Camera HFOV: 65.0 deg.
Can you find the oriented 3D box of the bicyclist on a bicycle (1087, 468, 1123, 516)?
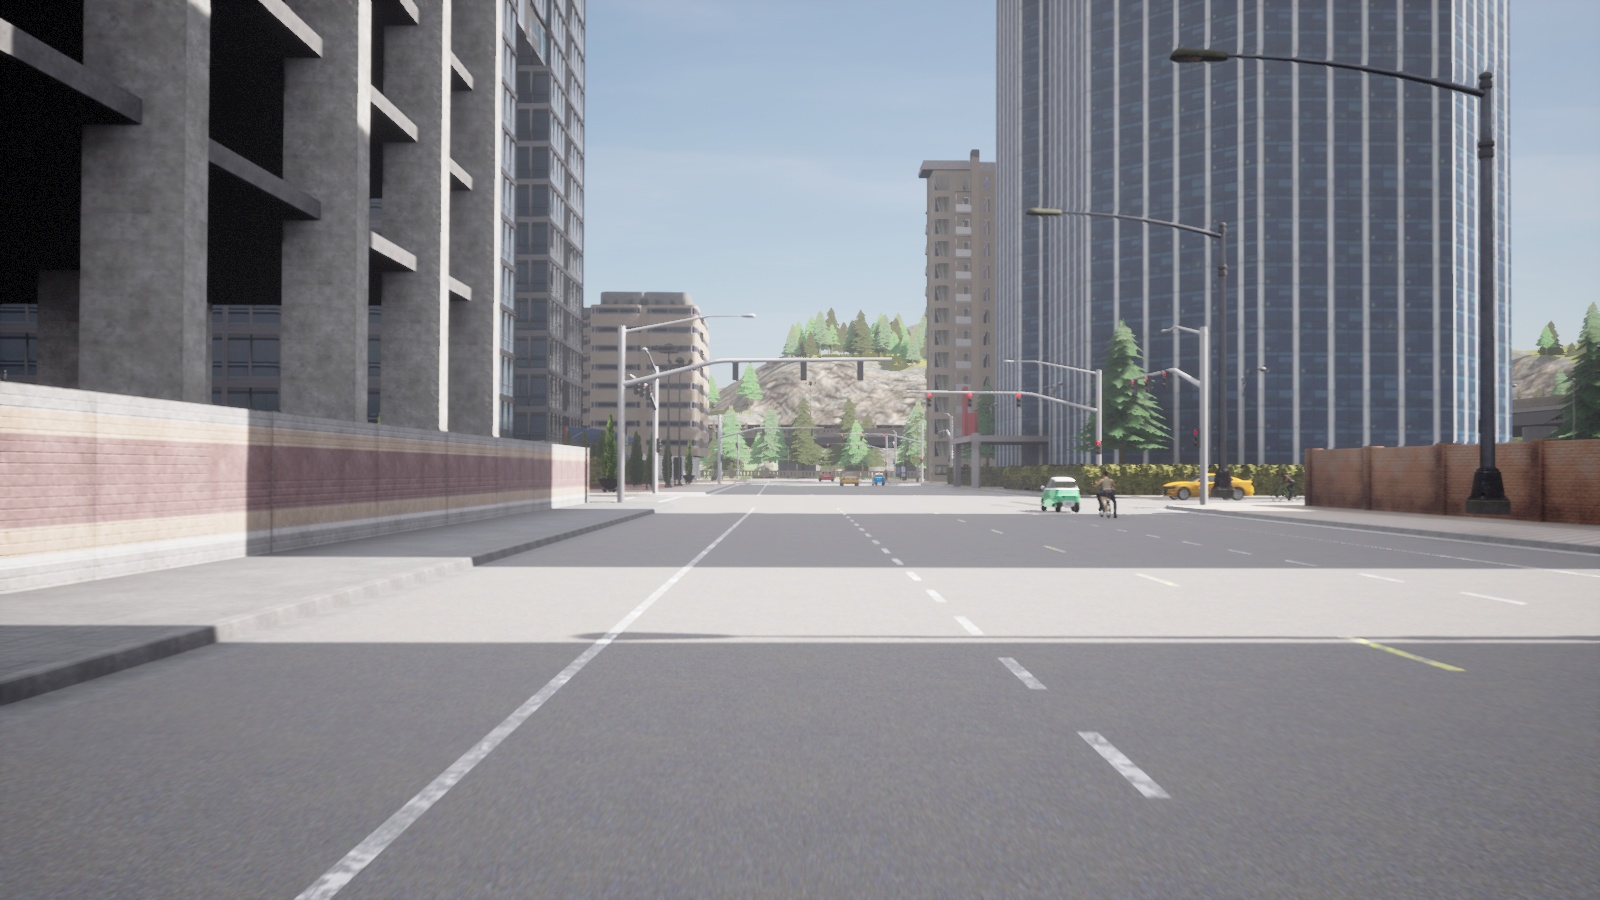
[{"bbox_3d":[10.393,1.427,42.838,0.866,1.612,1.509,0,-1,0],"label":"bicyclist on a bicycle"}]

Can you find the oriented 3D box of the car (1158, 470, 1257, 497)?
[{"bbox_3d":[23.186,1.898,71.569,5.008,1.535,1.882,0,-1,-1],"label":"car"}]

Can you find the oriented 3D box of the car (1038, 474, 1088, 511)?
[{"bbox_3d":[10.362,1.659,49.614,1.481,1.376,2.207,0,-1,-1],"label":"car"}]
